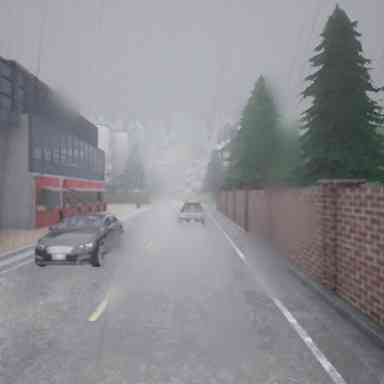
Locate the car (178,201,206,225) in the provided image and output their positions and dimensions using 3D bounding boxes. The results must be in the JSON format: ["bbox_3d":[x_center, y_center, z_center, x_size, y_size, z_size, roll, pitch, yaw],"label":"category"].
[{"bbox_3d":[0.025,1.581,23.680,1.895,1.301,4.718,0,0,0],"label":"car"}]

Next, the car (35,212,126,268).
[{"bbox_3d":[-3.565,1.483,11.395,2.128,1.511,4.902,0,0,0],"label":"car"}]

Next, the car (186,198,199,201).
[{"bbox_3d":[0.054,1.446,37.219,1.882,1.535,5.008,0,0,0],"label":"car"}]
